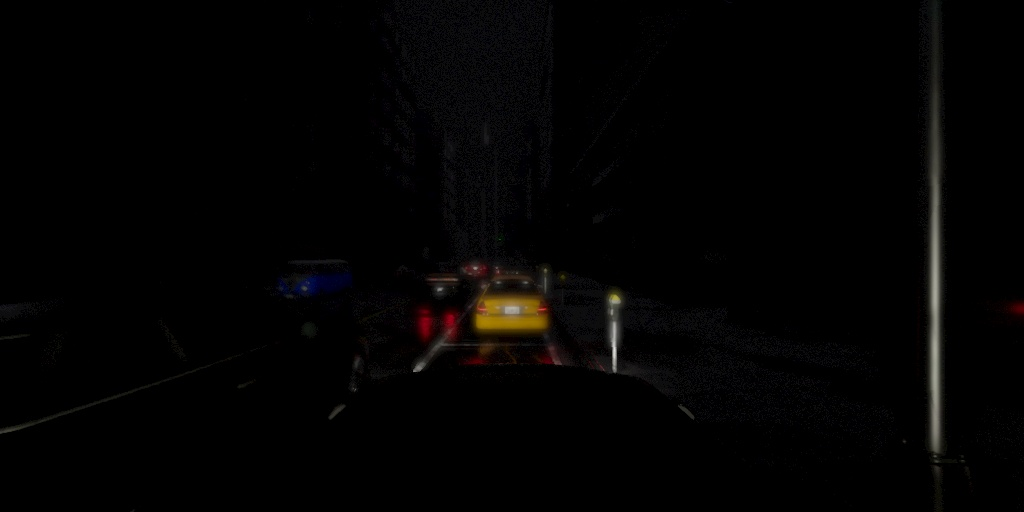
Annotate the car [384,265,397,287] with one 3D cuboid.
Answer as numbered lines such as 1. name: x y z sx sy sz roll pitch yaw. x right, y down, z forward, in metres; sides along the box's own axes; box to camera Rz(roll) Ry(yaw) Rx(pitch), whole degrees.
1. car: -8.813 1.318 21.829 1.948 1.339 4.313 0 0 0

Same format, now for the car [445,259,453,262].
1. car: -8.814 1.341 43.834 1.802 1.307 4.207 0 0 0

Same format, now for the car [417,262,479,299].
1. car: -3.125 1.244 18.090 2.128 1.511 4.902 0 0 0

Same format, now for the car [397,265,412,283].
1. car: -8.813 1.335 27.331 1.802 1.307 4.207 0 0 0

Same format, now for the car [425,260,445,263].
1. car: -8.813 1.323 38.333 1.948 1.339 4.313 0 0 0

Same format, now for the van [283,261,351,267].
1. van: -8.813 1.092 16.328 1.690 1.789 3.998 0 0 0

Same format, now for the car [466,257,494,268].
1. car: -3.125 1.106 33.007 2.097 1.767 4.553 0 0 0

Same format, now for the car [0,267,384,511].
1. car: -3.145 1.101 3.483 2.097 1.767 4.553 0 0 0

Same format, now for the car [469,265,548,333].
1. car: 0.005 1.207 10.690 1.801 1.575 5.366 0 0 0

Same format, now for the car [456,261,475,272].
1. car: -6.165 1.326 48.120 1.994 1.385 4.181 0 0 1

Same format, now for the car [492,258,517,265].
1. car: -0.288 1.193 27.330 1.967 1.591 4.097 0 0 0
